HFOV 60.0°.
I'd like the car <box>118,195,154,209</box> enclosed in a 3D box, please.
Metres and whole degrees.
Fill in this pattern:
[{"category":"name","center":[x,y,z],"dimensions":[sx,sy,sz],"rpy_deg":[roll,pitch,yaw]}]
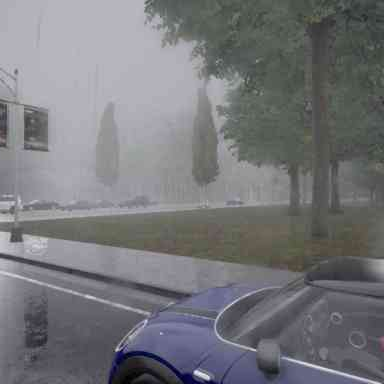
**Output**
[{"category":"car","center":[-9.113,1.515,52.615],"dimensions":[2.150,2.045,5.566],"rpy_deg":[0,0,36]}]

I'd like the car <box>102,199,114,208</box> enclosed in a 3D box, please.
[{"category":"car","center":[-14.077,1.837,51.192],"dimensions":[1.994,1.385,4.181],"rpy_deg":[0,0,35]}]

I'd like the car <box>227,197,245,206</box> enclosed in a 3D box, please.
[{"category":"car","center":[8.809,1.818,66.574],"dimensions":[2.097,1.767,4.553],"rpy_deg":[0,-1,35]}]

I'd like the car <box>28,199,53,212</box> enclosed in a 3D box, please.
[{"category":"car","center":[-19.759,1.695,43.073],"dimensions":[1.882,1.535,5.008],"rpy_deg":[0,0,35]}]

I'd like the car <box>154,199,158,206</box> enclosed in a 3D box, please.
[{"category":"car","center":[-8.131,1.836,59.636],"dimensions":[2.128,1.511,4.902],"rpy_deg":[0,0,36]}]

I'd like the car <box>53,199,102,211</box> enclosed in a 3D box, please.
[{"category":"car","center":[-15.102,1.778,44.062],"dimensions":[2.033,1.411,5.357],"rpy_deg":[0,0,35]}]

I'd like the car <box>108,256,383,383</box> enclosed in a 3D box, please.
[{"category":"car","center":[1.416,1.352,2.679],"dimensions":[4.553,1.767,2.097],"rpy_deg":[0,0,36]}]

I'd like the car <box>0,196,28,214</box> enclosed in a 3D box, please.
[{"category":"car","center":[-21.065,1.399,35.546],"dimensions":[2.150,2.045,5.566],"rpy_deg":[0,0,34]}]
